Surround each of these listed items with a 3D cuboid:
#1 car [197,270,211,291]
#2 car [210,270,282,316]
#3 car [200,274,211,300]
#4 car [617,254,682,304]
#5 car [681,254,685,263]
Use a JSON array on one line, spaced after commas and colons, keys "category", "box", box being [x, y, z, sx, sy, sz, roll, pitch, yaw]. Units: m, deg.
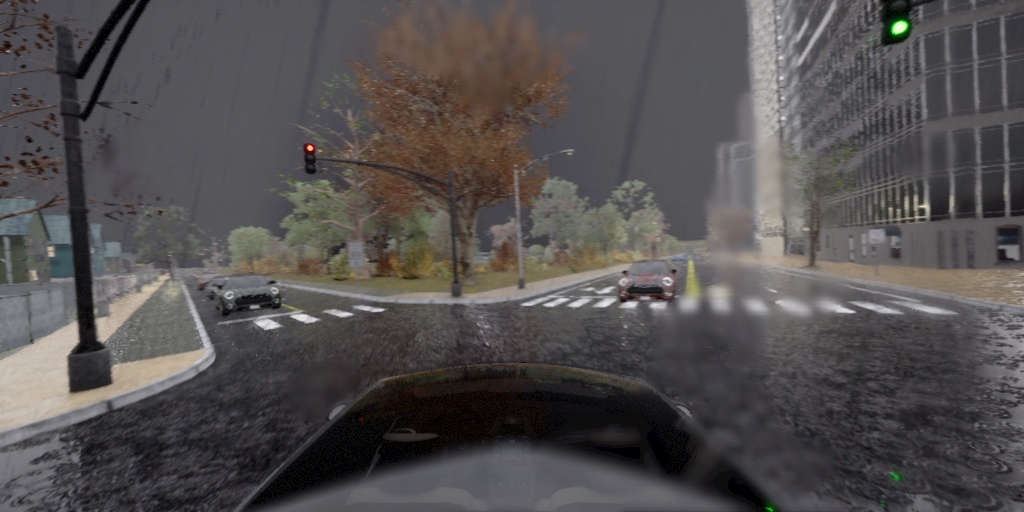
[{"category": "car", "box": [-28.576, 2.370, 34.120, 1.882, 1.535, 5.008, -4, 1, -43]}, {"category": "car", "box": [-12.350, 1.618, 16.695, 2.097, 1.767, 4.553, -4, 1, -43]}, {"category": "car", "box": [-19.573, 2.092, 24.459, 2.033, 1.411, 5.357, -4, 1, -43]}, {"category": "car", "box": [5.857, 0.937, 15.235, 2.097, 1.767, 4.553, -3, 0, 26]}, {"category": "car", "box": [27.289, 0.356, 58.707, 1.882, 1.535, 5.008, -3, -1, 26]}]
